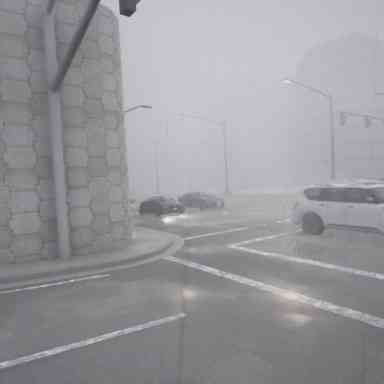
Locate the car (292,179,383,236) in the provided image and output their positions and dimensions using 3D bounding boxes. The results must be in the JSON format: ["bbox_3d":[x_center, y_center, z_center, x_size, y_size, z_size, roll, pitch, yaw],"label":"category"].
[{"bbox_3d":[6.418,0.670,12.477,2.150,2.045,5.566,-5,3,-35],"label":"car"}]

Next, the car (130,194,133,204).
[{"bbox_3d":[-8.407,0.730,39.564,1.812,1.442,4.674,-5,3,-35],"label":"car"}]

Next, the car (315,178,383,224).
[{"bbox_3d":[9.231,0.370,16.243,5.566,2.045,2.150,-2,3,40],"label":"car"}]

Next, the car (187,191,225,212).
[{"bbox_3d":[0.627,0.701,26.761,2.128,1.511,4.902,-5,3,-35],"label":"car"}]

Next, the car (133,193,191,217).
[{"bbox_3d":[-2.326,1.008,24.889,1.994,1.385,4.181,-5,3,-35],"label":"car"}]
